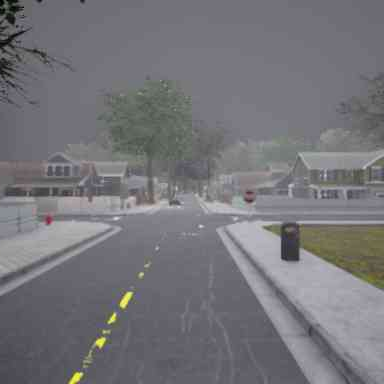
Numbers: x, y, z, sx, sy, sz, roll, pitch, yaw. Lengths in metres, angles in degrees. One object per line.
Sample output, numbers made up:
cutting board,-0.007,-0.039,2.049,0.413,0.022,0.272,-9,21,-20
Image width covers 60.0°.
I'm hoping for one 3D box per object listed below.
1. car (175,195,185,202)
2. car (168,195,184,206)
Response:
car,-2.727,1.418,74.763,2.128,1.511,4.902,0,0,0
car,-2.733,1.530,53.122,1.895,1.301,4.718,0,0,0
